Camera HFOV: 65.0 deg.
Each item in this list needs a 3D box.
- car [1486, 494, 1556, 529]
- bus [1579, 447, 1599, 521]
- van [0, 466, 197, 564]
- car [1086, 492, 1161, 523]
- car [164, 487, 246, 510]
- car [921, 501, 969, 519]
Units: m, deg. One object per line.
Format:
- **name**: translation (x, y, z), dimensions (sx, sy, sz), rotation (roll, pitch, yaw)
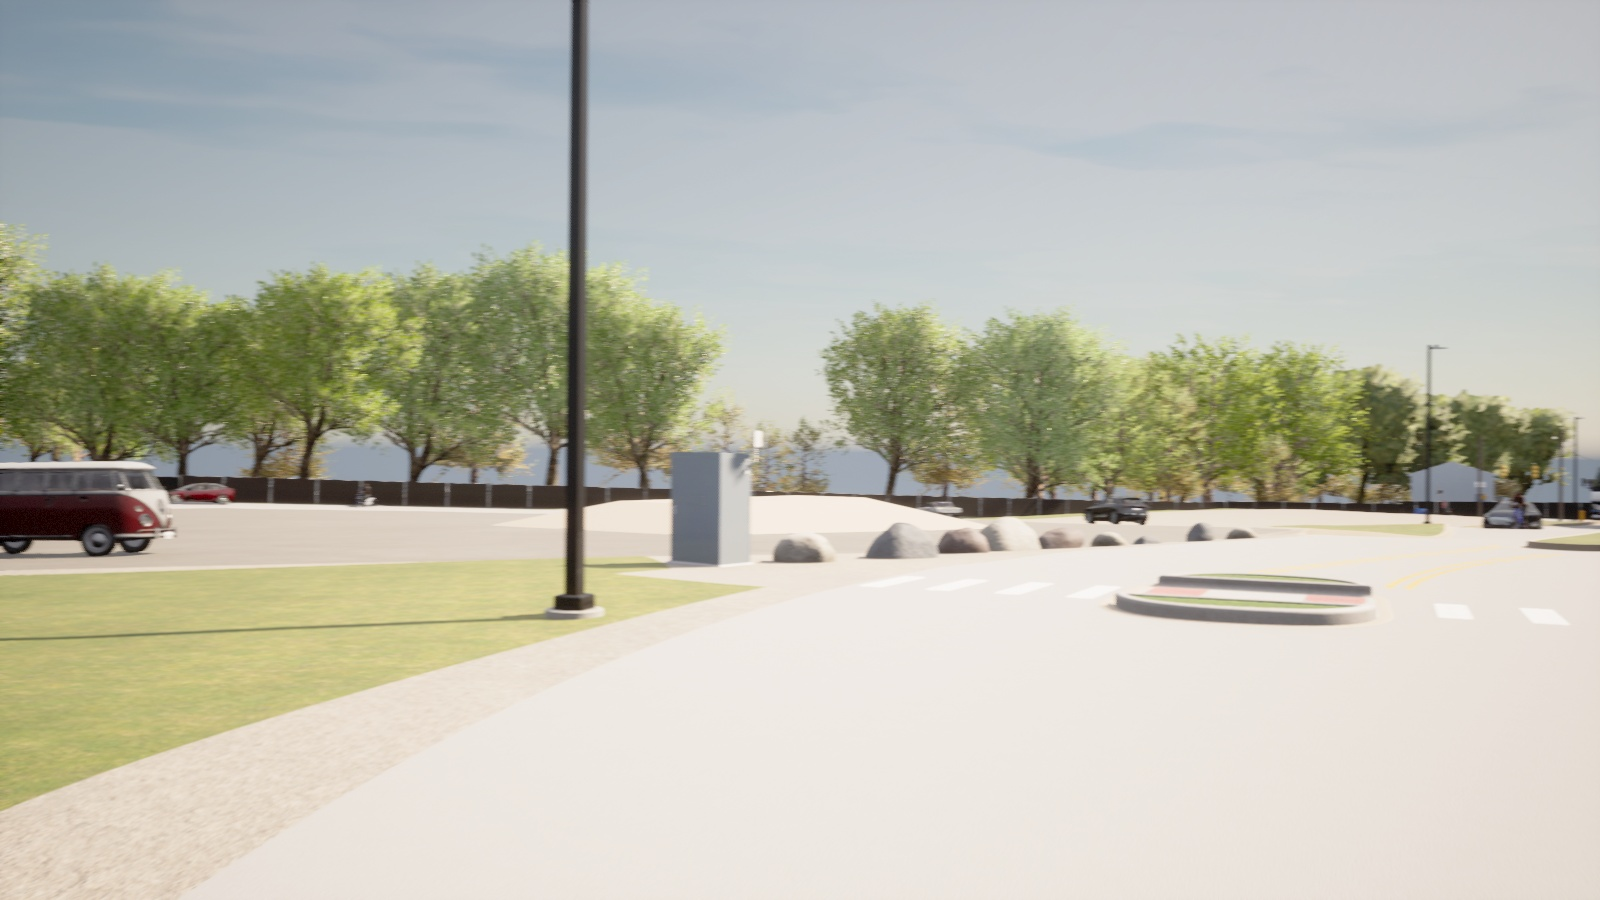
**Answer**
- **car**: translation (36.797, 3.136, 64.059), dimensions (2.033, 1.649, 4.856), rotation (-1, -3, 43)
- **bus**: translation (51.216, 1.964, 72.317), dimensions (10.273, 4.253, 3.944), rotation (0, -2, -2)
- **van**: translation (-15.511, 1.371, 26.804), dimensions (4.442, 1.987, 1.775), rotation (-1, -2, -1)
- **car**: translation (18.421, 3.312, 71.771), dimensions (2.033, 1.649, 4.856), rotation (2, -3, -15)
- **car**: translation (-41.479, 3.366, 87.557), dimensions (4.792, 1.488, 2.163), rotation (2, -1, -38)
- **car**: translation (10.378, 4.304, 90.304), dimensions (1.895, 1.301, 4.718), rotation (0, -3, -14)
